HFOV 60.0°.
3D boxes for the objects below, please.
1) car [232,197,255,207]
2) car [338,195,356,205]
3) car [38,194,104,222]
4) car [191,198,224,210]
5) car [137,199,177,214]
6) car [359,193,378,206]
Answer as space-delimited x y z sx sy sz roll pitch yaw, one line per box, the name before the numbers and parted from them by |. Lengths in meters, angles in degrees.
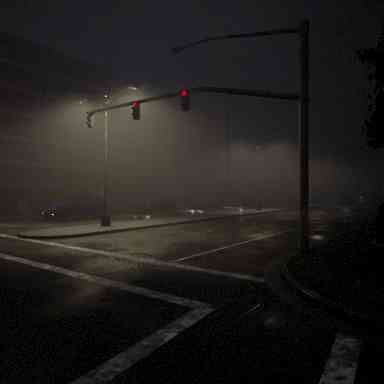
car | 7.979 1.505 51.241 1.837 1.490 4.892 0 0 36
car | 26.647 1.352 57.155 2.097 1.767 4.553 0 0 36
car | -9.535 1.222 27.110 2.150 2.045 5.566 0 0 36
car | 2.114 1.547 43.201 2.033 1.411 5.357 0 0 36
car | -3.671 1.478 35.210 1.882 1.535 5.008 0 0 36
car | 28.715 1.221 54.042 2.150 2.045 5.566 0 0 36
